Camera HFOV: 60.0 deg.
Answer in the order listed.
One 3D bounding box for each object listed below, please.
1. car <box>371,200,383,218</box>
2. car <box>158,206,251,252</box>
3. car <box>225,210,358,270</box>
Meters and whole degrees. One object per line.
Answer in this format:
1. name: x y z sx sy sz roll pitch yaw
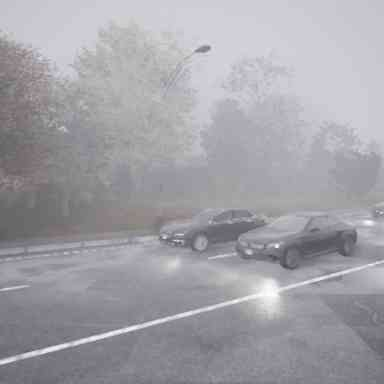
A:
1. car: 13.770 0.973 22.083 4.892 1.490 1.837 -2 2 -35
2. car: 1.001 1.342 13.242 4.892 1.490 1.837 -1 1 -35
3. car: 3.518 1.387 10.735 4.674 1.442 1.812 -1 1 -35
